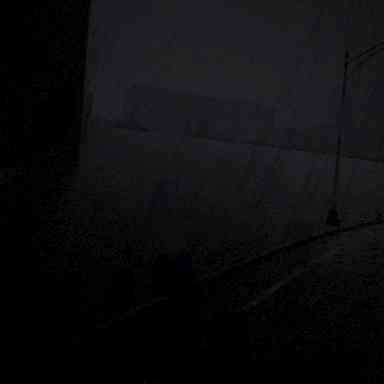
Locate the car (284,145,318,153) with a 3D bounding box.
[{"bbox_3d":[13.858,-5.552,44.505,4.674,1.452,2.002,4,1,-21],"label":"car"}]

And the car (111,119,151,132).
[{"bbox_3d":[-6.753,-7.071,36.936,4.553,1.767,2.185,4,1,-20],"label":"car"}]

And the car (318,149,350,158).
[{"bbox_3d":[18.987,-5.236,46.600,5.008,1.535,2.097,4,1,-22],"label":"car"}]

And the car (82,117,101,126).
[{"bbox_3d":[-11.923,-7.232,35.080,4.674,1.452,2.002,4,1,-20],"label":"car"}]

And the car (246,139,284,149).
[{"bbox_3d":[8.693,-5.948,42.520,4.892,1.521,2.231,4,1,-20],"label":"car"}]

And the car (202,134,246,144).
[{"bbox_3d":[3.513,-6.290,40.643,4.892,1.521,2.231,4,1,-20],"label":"car"}]

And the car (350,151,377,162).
[{"bbox_3d":[24.054,-5.012,48.792,4.553,1.767,2.185,4,1,-23],"label":"car"}]

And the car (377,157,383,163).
[{"bbox_3d":[29.231,-4.502,51.195,4.792,1.488,2.163,4,1,-25],"label":"car"}]
